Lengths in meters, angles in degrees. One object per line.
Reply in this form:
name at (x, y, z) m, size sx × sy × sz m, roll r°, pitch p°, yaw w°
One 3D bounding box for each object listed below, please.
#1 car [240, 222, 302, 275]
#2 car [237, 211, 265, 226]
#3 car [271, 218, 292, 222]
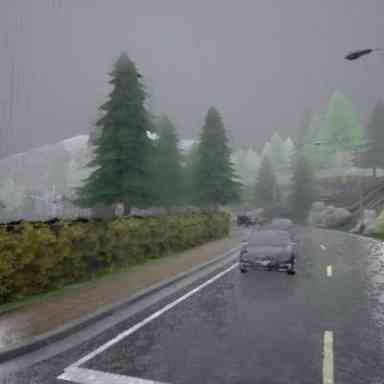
car at (3.150, 2.157, 12.948) m, size 1.837 × 1.490 × 4.892 m, roll -3°, pitch -3°, yaw 21°
car at (7.486, 3.421, 42.950) m, size 2.150 × 2.045 × 5.566 m, roll -1°, pitch -3°, yaw -9°
car at (6.613, 2.705, 24.524) m, size 1.837 × 1.490 × 4.892 m, roll -2°, pitch -3°, yaw 11°
